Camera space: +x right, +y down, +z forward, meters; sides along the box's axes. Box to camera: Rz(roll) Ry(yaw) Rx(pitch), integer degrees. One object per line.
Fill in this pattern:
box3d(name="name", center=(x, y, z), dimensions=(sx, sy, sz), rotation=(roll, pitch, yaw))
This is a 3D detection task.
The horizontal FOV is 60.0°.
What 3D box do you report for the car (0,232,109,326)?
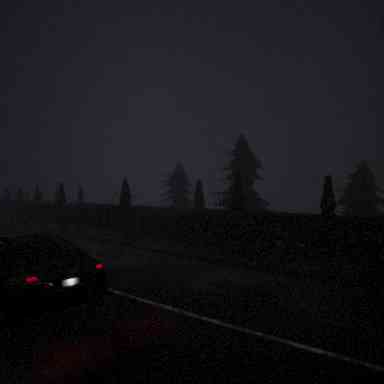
box3d(name="car", center=(-3.680, 1.577, 7.244), dimensions=(4.181, 1.385, 1.994), rotation=(0, 0, 41))
